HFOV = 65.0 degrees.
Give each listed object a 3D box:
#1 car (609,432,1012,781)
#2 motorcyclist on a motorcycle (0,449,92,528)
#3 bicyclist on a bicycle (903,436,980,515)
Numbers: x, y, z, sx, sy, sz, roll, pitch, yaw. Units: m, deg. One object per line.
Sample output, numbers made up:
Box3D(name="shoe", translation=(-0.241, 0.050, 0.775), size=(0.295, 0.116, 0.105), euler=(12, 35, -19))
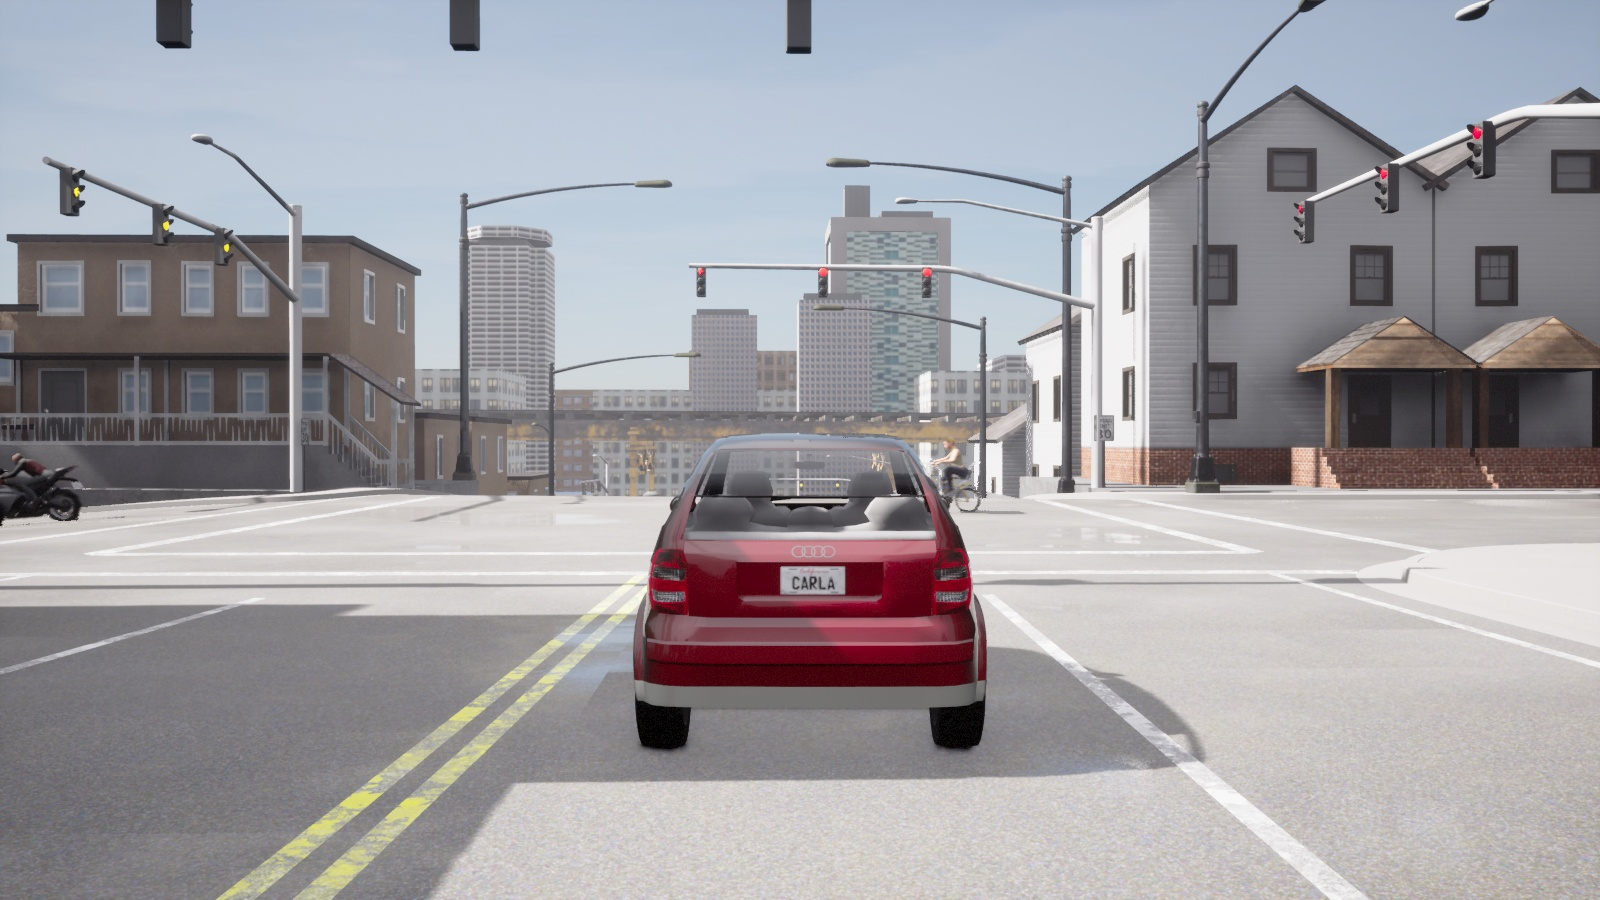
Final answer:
Box3D(name="car", translation=(0.056, 0.683, 7.431), size=(1.789, 1.549, 3.705), euler=(0, 0, 0))
Box3D(name="motorcyclist on a motorcycle", translation=(-16.176, 0.822, 26.192), size=(2.191, 1.530, 0.866), euler=(-5, 0, 0))
Box3D(name="bicyclist on a bicycle", translation=(2.959, 0.519, 26.343), size=(1.509, 1.612, 0.866), euler=(0, 0, 0))
